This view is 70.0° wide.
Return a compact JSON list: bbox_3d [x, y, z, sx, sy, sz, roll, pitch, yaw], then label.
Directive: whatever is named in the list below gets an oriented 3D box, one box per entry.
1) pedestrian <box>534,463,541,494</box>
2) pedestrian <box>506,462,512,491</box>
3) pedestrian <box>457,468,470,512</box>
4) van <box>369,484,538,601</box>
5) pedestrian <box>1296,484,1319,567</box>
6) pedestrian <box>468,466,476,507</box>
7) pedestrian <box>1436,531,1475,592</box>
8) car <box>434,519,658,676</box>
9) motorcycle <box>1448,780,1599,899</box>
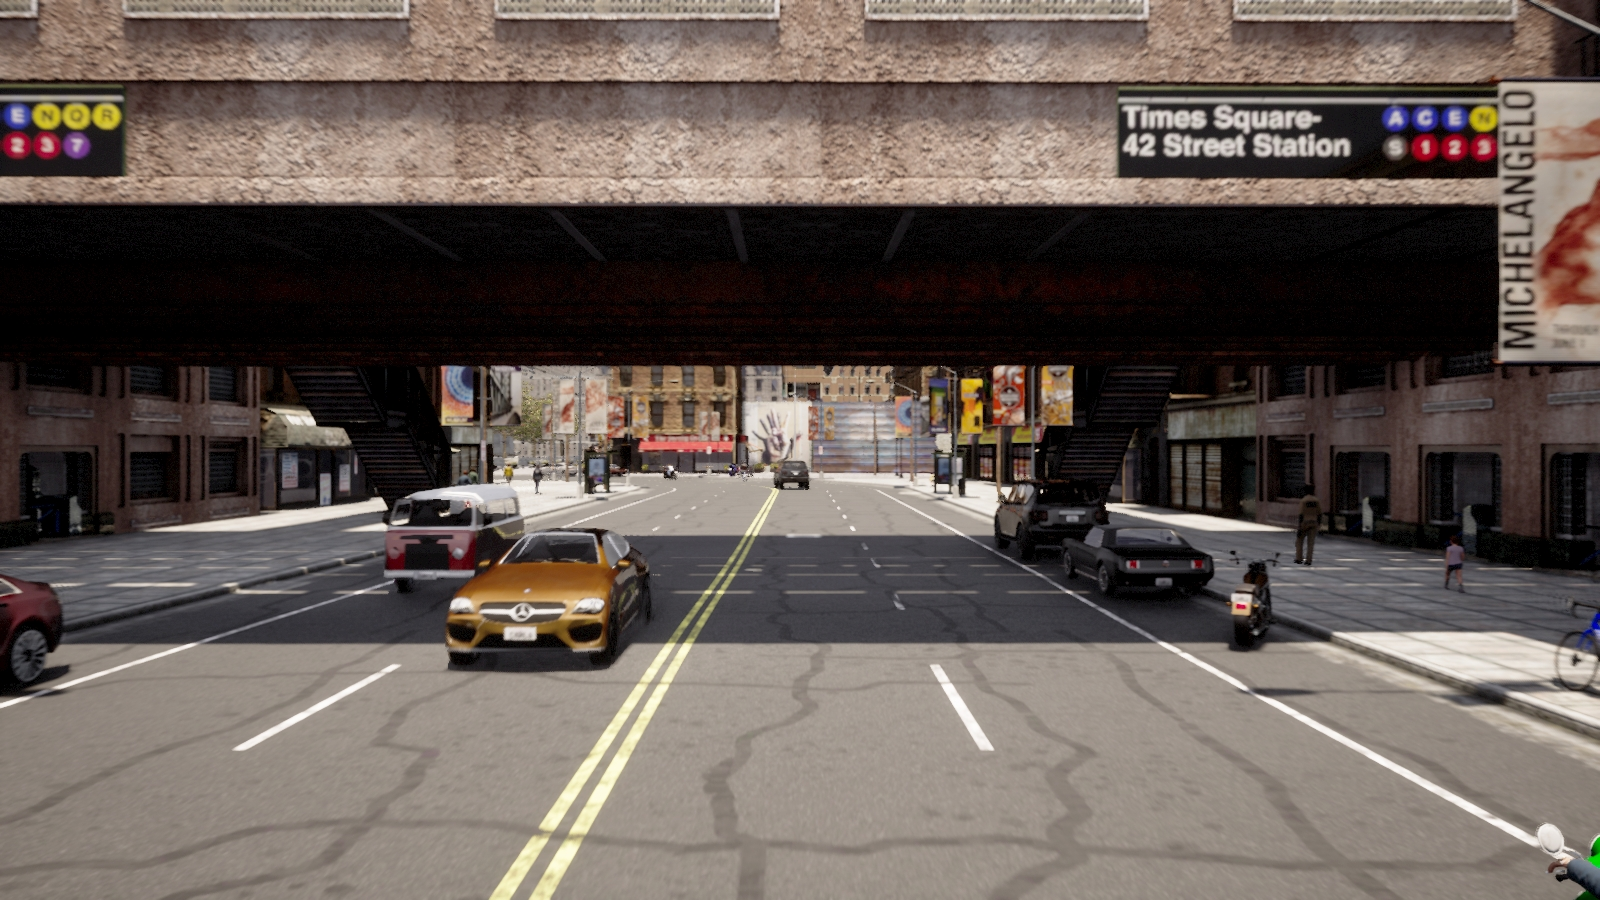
[{"bbox_3d":[-15.703,1.696,68.341,0.375,1.860,0.375,0,0,-7],"label":"pedestrian"},{"bbox_3d":[-18.799,1.696,73.814,0.375,1.860,0.375,0,0,-19],"label":"pedestrian"},{"bbox_3d":[-14.348,1.696,48.739,0.375,1.860,0.375,0,0,12],"label":"pedestrian"},{"bbox_3d":[-6.936,1.782,23.427,2.069,2.038,4.480,0,0,1],"label":"van"},{"bbox_3d":[11.506,1.696,25.916,0.375,1.860,0.375,0,0,5],"label":"pedestrian"},{"bbox_3d":[-15.177,1.696,52.908,0.375,1.860,0.375,0,0,-16],"label":"pedestrian"},{"bbox_3d":[12.253,2.076,21.363,0.500,1.100,0.500,0,0,9],"label":"pedestrian"},{"bbox_3d":[-3.477,1.992,16.743,2.152,1.651,5.027,0,0,0],"label":"car"},{"bbox_3d":[3.500,2.182,4.515,0.856,1.236,1.805,0,0,0],"label":"motorcycle"}]
